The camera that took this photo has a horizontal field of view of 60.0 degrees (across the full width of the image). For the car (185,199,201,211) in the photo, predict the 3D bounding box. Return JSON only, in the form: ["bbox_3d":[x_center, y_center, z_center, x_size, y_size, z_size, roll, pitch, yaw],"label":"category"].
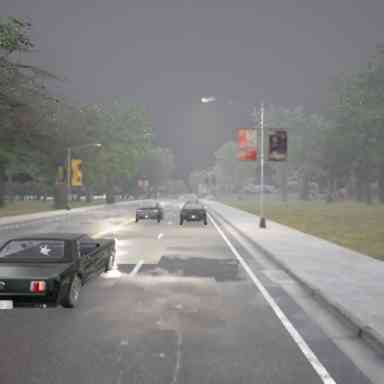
[{"bbox_3d":[0.094,1.646,42.632,1.994,1.385,4.181,0,0,0],"label":"car"}]

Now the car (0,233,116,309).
[{"bbox_3d":[-3.150,1.603,7.788,1.895,1.301,4.718,0,0,0],"label":"car"}]

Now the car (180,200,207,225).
[{"bbox_3d":[0.097,1.505,24.664,1.882,1.535,5.008,0,0,0],"label":"car"}]

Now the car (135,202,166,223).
[{"bbox_3d":[-3.155,1.521,25.630,2.128,1.511,4.902,0,0,0],"label":"car"}]
